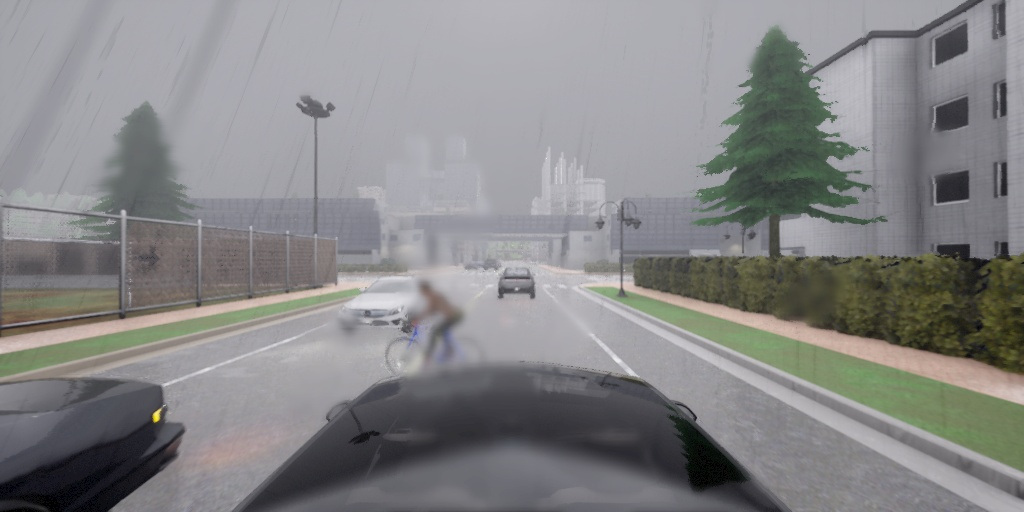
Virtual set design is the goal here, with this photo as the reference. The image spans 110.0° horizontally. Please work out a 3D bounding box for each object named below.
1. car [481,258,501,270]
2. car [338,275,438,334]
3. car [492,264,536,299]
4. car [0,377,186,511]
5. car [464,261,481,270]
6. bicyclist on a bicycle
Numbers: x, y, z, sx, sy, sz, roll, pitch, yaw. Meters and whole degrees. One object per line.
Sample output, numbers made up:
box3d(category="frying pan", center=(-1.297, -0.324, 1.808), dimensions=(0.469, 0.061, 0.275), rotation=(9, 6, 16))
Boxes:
box3d(category="car", center=(-3.660, 1.452, 62.952), dimensions=(2.150, 2.045, 5.566), rotation=(0, 0, 2))
box3d(category="car", center=(-3.499, 1.346, 11.082), dimensions=(1.812, 1.442, 4.674), rotation=(0, -1, 1))
box3d(category="car", center=(0.254, 1.374, 19.177), dimensions=(2.128, 1.511, 4.902), rotation=(0, 0, 0))
box3d(category="car", center=(-3.620, 1.287, 0.504), dimensions=(2.033, 1.411, 5.357), rotation=(0, 0, 1))
box3d(category="car", center=(-7.168, 1.793, 62.810), dimensions=(1.994, 1.385, 4.181), rotation=(0, 0, 1))
box3d(category="bicyclist on a bicycle", center=(-1.273, 1.233, 5.937), dimensions=(1.656, 1.620, 0.582), rotation=(0, 0, 1))
